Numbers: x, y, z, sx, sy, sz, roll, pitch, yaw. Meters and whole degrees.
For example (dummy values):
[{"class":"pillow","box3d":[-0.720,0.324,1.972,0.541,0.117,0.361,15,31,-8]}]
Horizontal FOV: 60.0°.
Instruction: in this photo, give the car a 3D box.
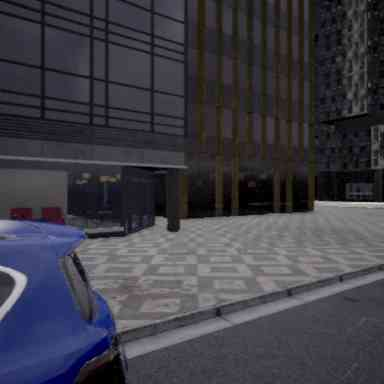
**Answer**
[{"class":"car","box3d":[-2.981,1.222,1.247,5.566,2.045,2.150,0,0,-35]}]
